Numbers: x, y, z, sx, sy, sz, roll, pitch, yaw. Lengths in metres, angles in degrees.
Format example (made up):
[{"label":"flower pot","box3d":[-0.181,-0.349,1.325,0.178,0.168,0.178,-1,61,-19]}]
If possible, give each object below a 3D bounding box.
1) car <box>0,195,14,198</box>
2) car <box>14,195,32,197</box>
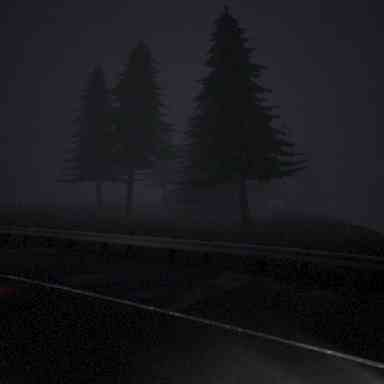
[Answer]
[{"label":"car","box3d":[-42.619,1.523,78.524,2.033,1.411,5.357,0,0,1]},{"label":"car","box3d":[-39.118,1.508,78.319,1.812,1.442,4.674,0,0,1]}]
